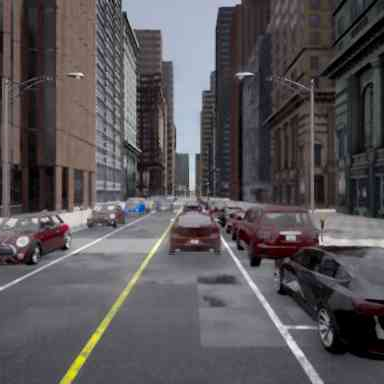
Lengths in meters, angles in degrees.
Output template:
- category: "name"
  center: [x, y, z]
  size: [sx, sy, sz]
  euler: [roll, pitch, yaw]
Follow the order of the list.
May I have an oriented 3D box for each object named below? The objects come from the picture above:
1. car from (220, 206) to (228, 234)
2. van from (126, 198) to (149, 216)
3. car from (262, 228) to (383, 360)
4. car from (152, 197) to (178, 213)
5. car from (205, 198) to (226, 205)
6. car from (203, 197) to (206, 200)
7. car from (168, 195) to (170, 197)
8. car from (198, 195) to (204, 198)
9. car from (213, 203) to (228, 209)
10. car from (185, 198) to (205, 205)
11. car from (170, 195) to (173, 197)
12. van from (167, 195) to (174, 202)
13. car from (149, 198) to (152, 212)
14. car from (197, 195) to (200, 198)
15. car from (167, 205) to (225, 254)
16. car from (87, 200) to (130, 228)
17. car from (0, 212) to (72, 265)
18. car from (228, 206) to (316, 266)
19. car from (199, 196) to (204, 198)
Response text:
- category: "car"
  center: [2.741, 1.629, 17.267]
  size: [1.887, 1.381, 4.507]
  euler: [0, 0, 0]
- category: "van"
  center: [-5.805, 1.508, 34.159]
  size: [1.690, 1.788, 3.998]
  euler: [0, 0, 0]
- category: "car"
  center: [2.755, 1.596, 5.994]
  size: [1.947, 1.339, 4.313]
  euler: [0, 0, 0]
- category: "car"
  center: [-3.139, 1.684, 39.264]
  size: [2.128, 1.511, 4.902]
  euler: [0, 0, 0]
- category: "car"
  center: [2.720, 1.608, 34.176]
  size: [1.967, 1.590, 4.097]
  euler: [0, 0, 0]
- category: "car"
  center: [2.707, 1.791, 45.448]
  size: [1.947, 1.339, 4.313]
  euler: [0, 0, 0]
- category: "car"
  center: [-5.839, 1.629, 62.342]
  size: [2.192, 1.841, 5.009]
  euler: [0, 0, 0]
- category: "car"
  center: [2.674, 1.957, 73.629]
  size: [1.802, 1.307, 4.206]
  euler: [0, 0, 0]
- category: "car"
  center: [2.734, 1.678, 22.904]
  size: [1.947, 1.339, 4.313]
  euler: [0, 0, 0]
- category: "car"
  center: [0.057, 1.664, 32.656]
  size: [1.837, 1.490, 4.892]
  euler: [0, 0, 0]
- category: "car"
  center: [-5.851, 1.940, 73.614]
  size: [1.947, 1.339, 4.313]
  euler: [0, 0, 0]
- category: "van"
  center: [-5.873, 1.811, 90.525]
  size: [1.690, 1.788, 3.998]
  euler: [0, 0, 0]
- category: "car"
  center: [-5.811, 1.720, 39.625]
  size: [1.752, 1.417, 4.829]
  euler: [0, 0, 0]
- category: "car"
  center: [2.667, 1.988, 79.266]
  size: [1.802, 1.307, 4.206]
  euler: [0, 0, 0]
- category: "car"
  center: [0.094, 1.545, 13.800]
  size: [1.882, 1.535, 5.008]
  euler: [0, 0, 0]
- category: "car"
  center: [-5.791, 1.552, 22.886]
  size: [1.967, 1.590, 4.097]
  euler: [0, 0, 0]
- category: "car"
  center: [-5.778, 1.497, 11.612]
  size: [1.967, 1.590, 4.097]
  euler: [0, 0, 0]
- category: "car"
  center: [2.747, 1.372, 11.632]
  size: [2.192, 1.841, 5.009]
  euler: [0, 0, 0]
- category: "car"
  center: [2.687, 1.897, 62.357]
  size: [1.802, 1.307, 4.206]
  euler: [0, 0, 0]
